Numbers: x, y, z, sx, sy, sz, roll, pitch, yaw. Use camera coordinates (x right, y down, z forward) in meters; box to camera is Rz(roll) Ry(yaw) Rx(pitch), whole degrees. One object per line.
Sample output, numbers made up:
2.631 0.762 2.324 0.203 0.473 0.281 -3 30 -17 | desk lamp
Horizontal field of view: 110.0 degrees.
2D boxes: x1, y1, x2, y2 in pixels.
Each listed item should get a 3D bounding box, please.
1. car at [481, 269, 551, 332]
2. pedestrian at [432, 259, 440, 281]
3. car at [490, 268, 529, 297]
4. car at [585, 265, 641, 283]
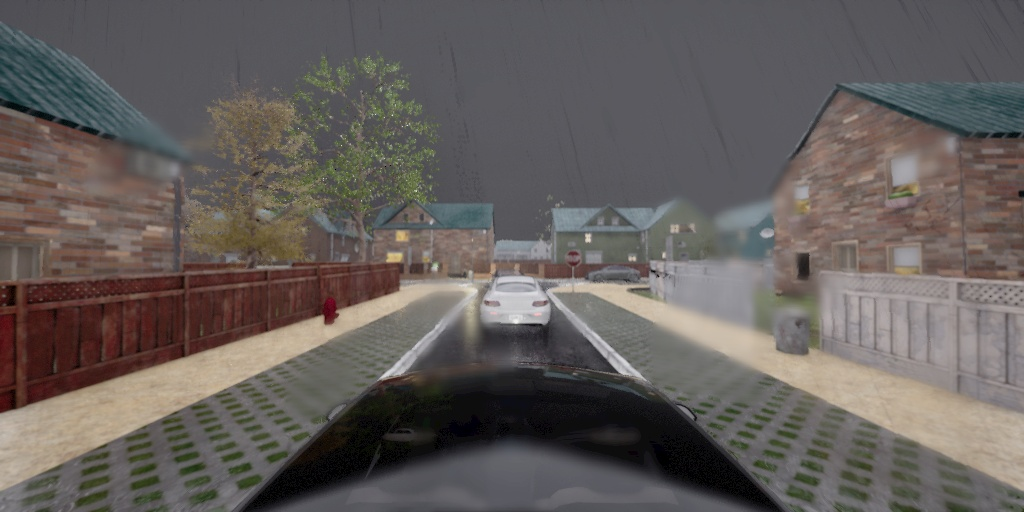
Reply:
0.111 1.302 10.849 1.812 1.442 4.674 0 0 0 | car
-6.674 1.193 31.232 0.375 1.860 0.375 0 -1 1 | pedestrian
-0.269 1.401 20.630 1.895 1.301 4.718 0 0 -5 | car
7.828 1.398 28.106 4.181 1.385 1.994 -1 -2 1 | car
